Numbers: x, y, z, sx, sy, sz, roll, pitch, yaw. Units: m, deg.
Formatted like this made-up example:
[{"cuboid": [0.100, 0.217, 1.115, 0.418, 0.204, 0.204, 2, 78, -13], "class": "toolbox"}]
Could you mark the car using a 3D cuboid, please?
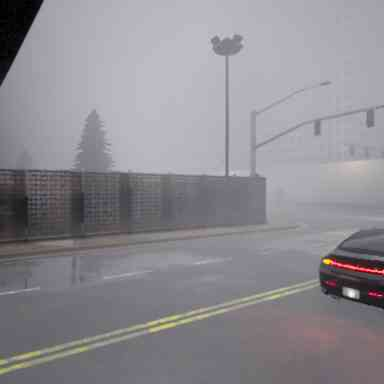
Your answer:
[{"cuboid": [4.740, 1.504, 7.176, 4.892, 1.490, 1.837, 0, 0, -35], "class": "car"}]
